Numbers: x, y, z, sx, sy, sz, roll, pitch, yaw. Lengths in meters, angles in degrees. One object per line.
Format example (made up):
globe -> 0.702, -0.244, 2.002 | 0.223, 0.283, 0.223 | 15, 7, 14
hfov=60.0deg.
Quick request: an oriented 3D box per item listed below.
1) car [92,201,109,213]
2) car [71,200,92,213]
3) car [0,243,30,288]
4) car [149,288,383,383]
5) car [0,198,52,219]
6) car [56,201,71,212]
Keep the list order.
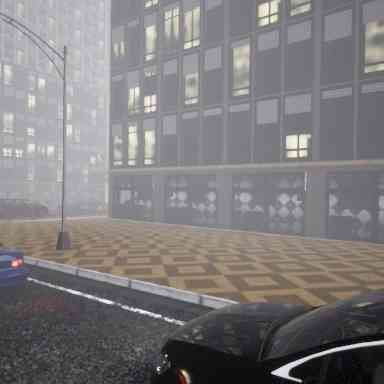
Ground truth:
car -> -9.210, 1.828, 40.136 | 1.752, 1.417, 4.829 | 1, 0, 37
car -> -11.659, 1.803, 41.173 | 2.033, 1.411, 5.357 | 1, 0, 37
car -> -6.071, 1.543, 8.032 | 5.357, 1.411, 2.033 | 0, 0, 36
car -> 1.850, 1.505, 2.363 | 4.892, 1.490, 1.837 | 0, 0, 35
car -> -16.025, 1.517, 30.938 | 2.192, 1.841, 5.009 | 1, 0, 37
car -> -14.611, 1.746, 42.559 | 2.033, 1.411, 5.357 | 1, 0, 37
